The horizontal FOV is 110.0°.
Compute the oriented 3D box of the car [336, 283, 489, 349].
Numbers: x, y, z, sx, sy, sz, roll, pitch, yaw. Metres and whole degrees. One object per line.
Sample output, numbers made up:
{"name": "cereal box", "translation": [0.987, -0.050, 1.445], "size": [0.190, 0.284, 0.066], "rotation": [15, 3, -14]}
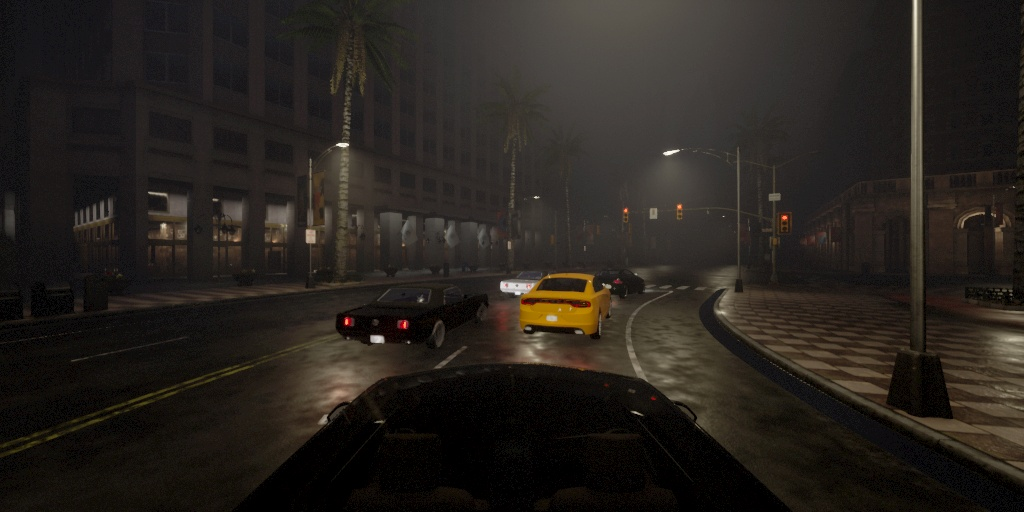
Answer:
{"name": "car", "translation": [-2.100, 1.351, 9.218], "size": [1.895, 1.301, 4.718], "rotation": [0, 0, 14]}

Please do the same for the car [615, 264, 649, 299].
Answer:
{"name": "car", "translation": [5.367, 1.314, 18.408], "size": [1.994, 1.385, 4.181], "rotation": [0, 0, 36]}

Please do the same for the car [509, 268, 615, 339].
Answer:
{"name": "car", "translation": [1.725, 1.228, 10.265], "size": [1.882, 1.535, 5.008], "rotation": [0, 0, 20]}

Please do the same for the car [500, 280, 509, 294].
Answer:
{"name": "car", "translation": [1.498, 1.351, 17.644], "size": [1.895, 1.301, 4.718], "rotation": [0, 0, 34]}
